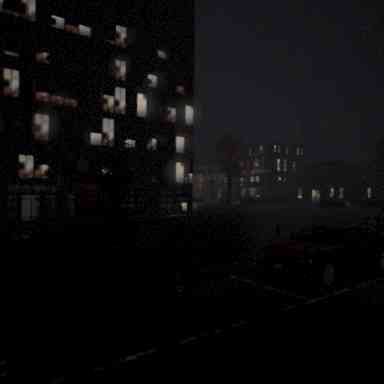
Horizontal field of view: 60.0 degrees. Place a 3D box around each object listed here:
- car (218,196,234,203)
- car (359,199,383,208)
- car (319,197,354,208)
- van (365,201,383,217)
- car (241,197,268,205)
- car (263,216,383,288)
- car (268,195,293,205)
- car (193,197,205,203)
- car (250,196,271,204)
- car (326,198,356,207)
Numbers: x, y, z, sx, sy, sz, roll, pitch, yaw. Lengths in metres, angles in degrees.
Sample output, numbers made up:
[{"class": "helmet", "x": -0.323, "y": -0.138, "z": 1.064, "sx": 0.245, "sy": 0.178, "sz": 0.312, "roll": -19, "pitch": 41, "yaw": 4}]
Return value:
[{"class": "car", "x": 7.882, "y": 1.736, "z": 78.340, "sx": 1.967, "sy": 1.590, "sz": 4.097, "roll": 1, "pitch": -1, "yaw": -35}, {"class": "car", "x": 27.552, "y": 1.700, "z": 50.159, "sx": 1.947, "sy": 1.339, "sz": 4.313, "roll": 1, "pitch": -1, "yaw": -35}, {"class": "car", "x": 19.848, "y": 1.462, "z": 46.113, "sx": 1.967, "sy": 1.590, "sz": 4.097, "roll": 1, "pitch": -1, "yaw": -35}, {"class": "van", "x": 8.510, "y": 1.336, "z": 12.567, "sx": 3.998, "sy": 1.788, "sz": 1.690, "roll": 0, "pitch": 1, "yaw": -35}, {"class": "car", "x": 11.447, "y": 1.750, "z": 63.137, "sx": 1.895, "sy": 1.301, "sz": 4.718, "roll": 1, "pitch": -1, "yaw": -34}, {"class": "car", "x": 3.911, "y": 1.542, "z": 9.292, "sx": 4.507, "sy": 1.381, "sz": 1.887, "roll": 0, "pitch": 1, "yaw": -35}, {"class": "car", "x": 17.431, "y": 1.533, "z": 64.699, "sx": 2.192, "sy": 1.841, "sz": 5.009, "roll": 1, "pitch": -1, "yaw": -35}, {"class": "car", "x": 1.090, "y": 1.707, "z": 73.427, "sx": 1.752, "sy": 1.417, "sz": 4.829, "roll": 1, "pitch": -1, "yaw": -35}, {"class": "car", "x": 14.243, "y": 1.684, "z": 69.243, "sx": 1.967, "sy": 1.590, "sz": 4.097, "roll": 1, "pitch": -1, "yaw": -35}, {"class": "car", "x": 24.432, "y": 1.742, "z": 54.664, "sx": 1.802, "sy": 1.307, "sz": 4.206, "roll": 1, "pitch": -1, "yaw": -35}]
